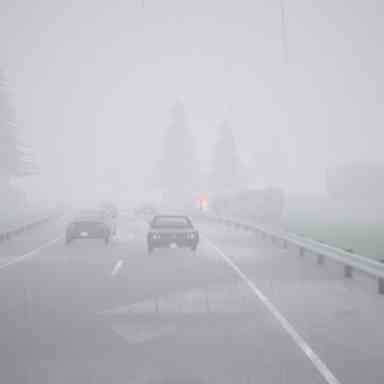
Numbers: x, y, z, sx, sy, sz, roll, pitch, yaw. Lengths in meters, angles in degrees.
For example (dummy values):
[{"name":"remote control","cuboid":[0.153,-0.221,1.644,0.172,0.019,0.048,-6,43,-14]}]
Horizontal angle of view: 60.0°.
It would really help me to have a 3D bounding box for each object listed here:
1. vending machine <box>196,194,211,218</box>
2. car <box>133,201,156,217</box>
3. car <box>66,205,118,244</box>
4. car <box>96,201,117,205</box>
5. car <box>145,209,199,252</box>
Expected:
[{"name":"vending machine","cuboid":[1.015,1.213,30.049,1.100,2.100,0.880,0,0,-14]},{"name":"car","cuboid":[-4.530,1.561,31.916,1.812,1.442,4.674,0,0,-15]},{"name":"car","cuboid":[-4.743,1.551,15.942,1.812,1.442,4.674,0,0,-8]},{"name":"car","cuboid":[-8.116,1.571,31.771,1.812,1.442,4.674,0,0,-16]},{"name":"car","cuboid":[-0.919,1.613,14.024,1.895,1.301,4.718,0,0,-7]}]
